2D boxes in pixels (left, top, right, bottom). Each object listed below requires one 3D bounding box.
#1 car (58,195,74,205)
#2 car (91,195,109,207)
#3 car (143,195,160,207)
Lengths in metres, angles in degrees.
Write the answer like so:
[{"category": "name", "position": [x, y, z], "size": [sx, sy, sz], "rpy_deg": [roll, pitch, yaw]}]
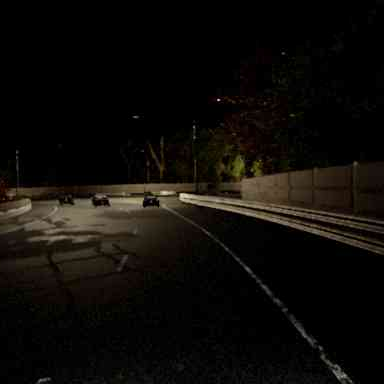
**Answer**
[{"category": "car", "position": [-19.080, 1.161, 50.171], "size": [2.128, 1.511, 4.902], "rpy_deg": [-2, 1, -27]}, {"category": "car", "position": [-12.025, 1.108, 43.407], "size": [2.128, 1.511, 4.902], "rpy_deg": [-1, 1, -22]}, {"category": "car", "position": [-4.992, 1.064, 41.009], "size": [1.994, 1.385, 4.181], "rpy_deg": [-1, 1, -6]}]
